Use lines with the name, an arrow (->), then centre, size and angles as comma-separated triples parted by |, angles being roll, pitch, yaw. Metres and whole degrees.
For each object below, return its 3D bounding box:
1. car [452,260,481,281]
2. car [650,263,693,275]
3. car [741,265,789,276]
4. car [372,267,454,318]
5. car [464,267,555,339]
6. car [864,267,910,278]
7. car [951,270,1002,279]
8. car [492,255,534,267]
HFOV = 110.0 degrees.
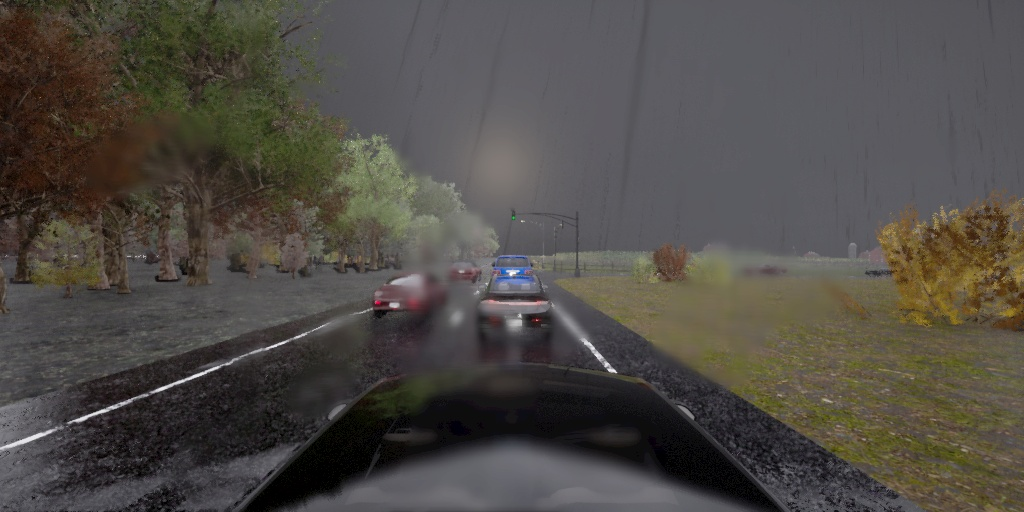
car -> -3.492, 1.109, 27.064 | 2.097, 1.767, 4.553 | 0, 0, 0
car -> 19.235, 1.525, 43.325 | 4.892, 1.490, 1.837 | 1, -1, 0
car -> 30.488, 1.745, 43.312 | 4.718, 1.301, 1.895 | 1, -1, 0
car -> -3.439, 1.279, 12.820 | 1.812, 1.442, 4.674 | 0, 0, 0
car -> 0.073, 1.244, 10.128 | 2.128, 1.511, 4.902 | 0, 0, 0
car -> 45.589, 1.909, 43.268 | 4.718, 1.301, 1.895 | 1, -1, 0
car -> 51.210, 1.835, 39.663 | 4.674, 1.442, 1.812 | 1, -1, 1
car -> 0.037, 0.977, 20.039 | 2.150, 2.045, 5.566 | 0, 0, 0
